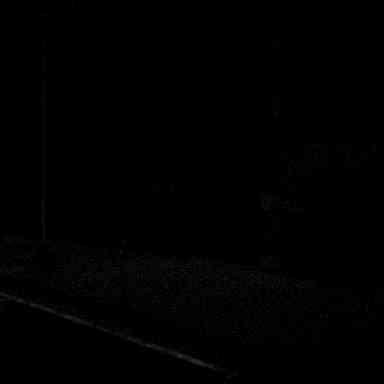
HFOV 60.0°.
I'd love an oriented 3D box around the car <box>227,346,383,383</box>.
[{"bbox_3d":[2.099,1.543,1.581,4.403,1.369,2.008,-1,0,35],"label":"car"}]
